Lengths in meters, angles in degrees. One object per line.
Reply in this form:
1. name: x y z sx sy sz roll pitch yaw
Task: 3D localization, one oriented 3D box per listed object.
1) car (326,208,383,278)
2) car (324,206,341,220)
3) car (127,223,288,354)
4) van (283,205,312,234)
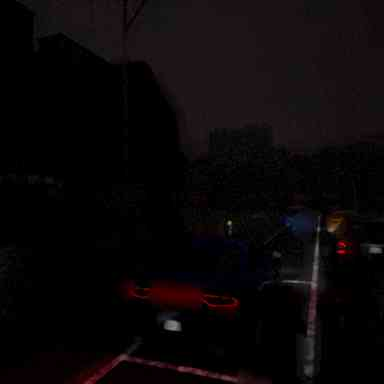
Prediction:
1. car: 5.518 1.560 10.586 2.097 1.767 4.553 -1 -1 21
2. car: 9.408 1.882 20.598 1.882 1.535 5.008 -1 -1 21
3. car: 0.642 1.624 6.633 1.882 1.535 5.008 -1 -1 21
4. van: 7.085 1.794 22.204 1.690 1.788 3.998 -1 -2 21
